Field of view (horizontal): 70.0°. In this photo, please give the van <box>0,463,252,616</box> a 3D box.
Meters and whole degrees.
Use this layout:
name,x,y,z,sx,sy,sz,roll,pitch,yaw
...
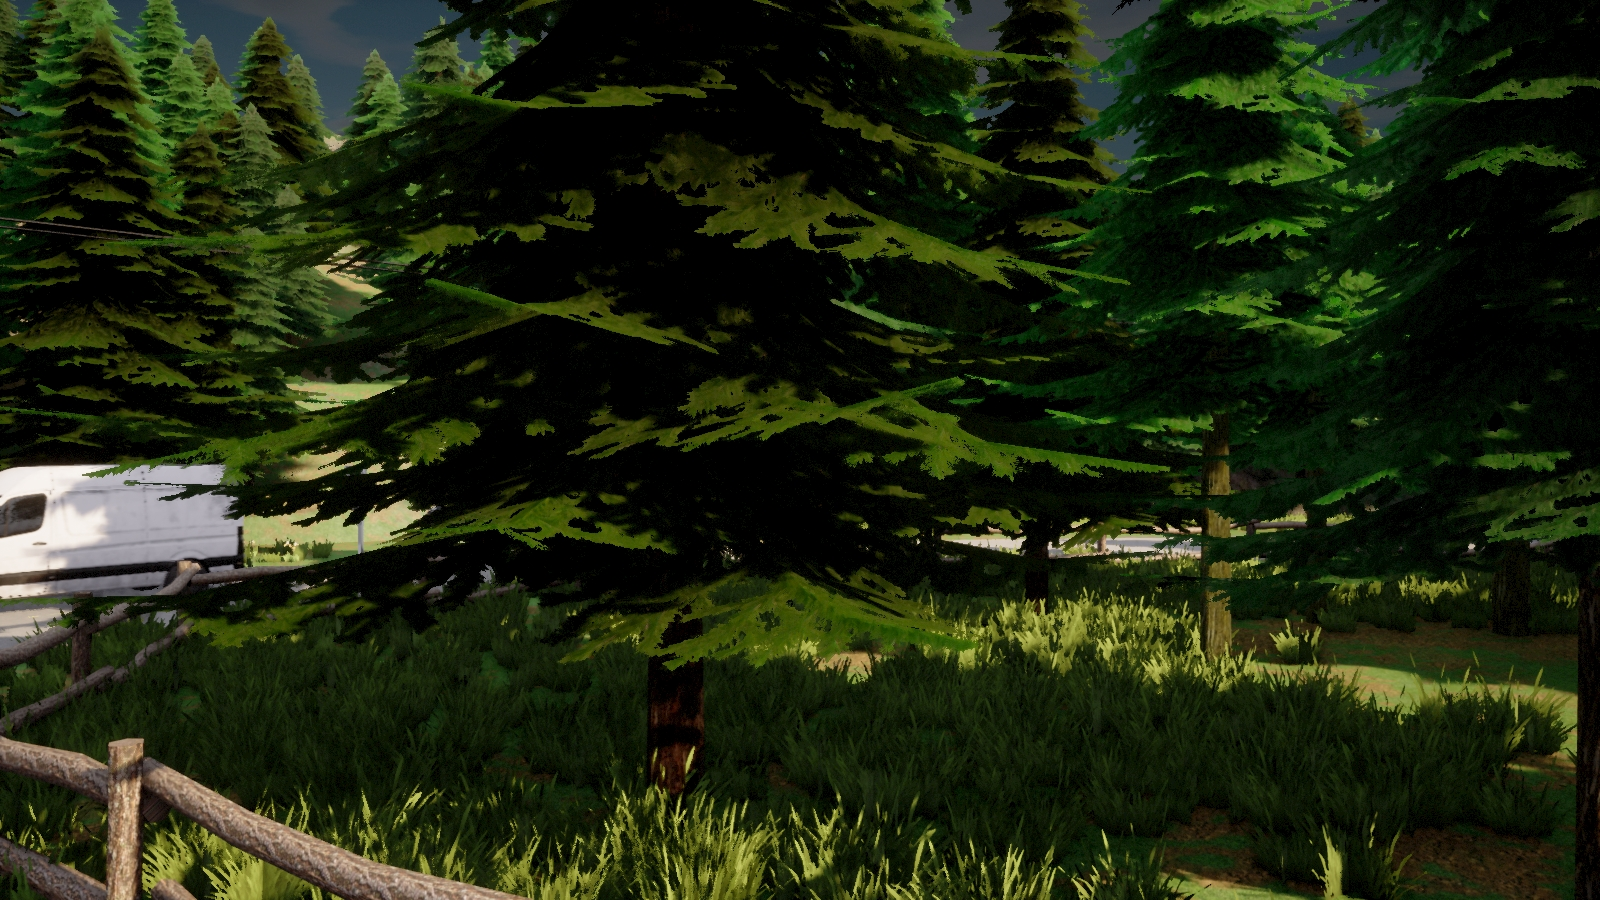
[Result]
name,x,y,z,sx,sy,sz,roll,pitch,yaw
van,-13.529,1.535,21.089,1.988,2.561,5.915,0,0,36
